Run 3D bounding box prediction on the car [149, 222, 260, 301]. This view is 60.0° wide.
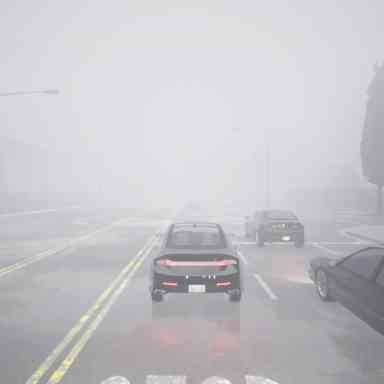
[{"bbox_3d":[0.080,1.490,8.287,2.128,1.511,4.902,0,0,0],"label":"car"}]

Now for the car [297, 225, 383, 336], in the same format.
[{"bbox_3d":[3.587,1.547,5.242,2.033,1.411,5.357,0,0,0],"label":"car"}]

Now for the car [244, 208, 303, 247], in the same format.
[{"bbox_3d":[3.562,1.502,14.989,1.837,1.490,4.892,0,0,0],"label":"car"}]

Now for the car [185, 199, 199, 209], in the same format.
[{"bbox_3d":[-0.008,1.594,44.106,1.895,1.301,4.718,0,0,0],"label":"car"}]
